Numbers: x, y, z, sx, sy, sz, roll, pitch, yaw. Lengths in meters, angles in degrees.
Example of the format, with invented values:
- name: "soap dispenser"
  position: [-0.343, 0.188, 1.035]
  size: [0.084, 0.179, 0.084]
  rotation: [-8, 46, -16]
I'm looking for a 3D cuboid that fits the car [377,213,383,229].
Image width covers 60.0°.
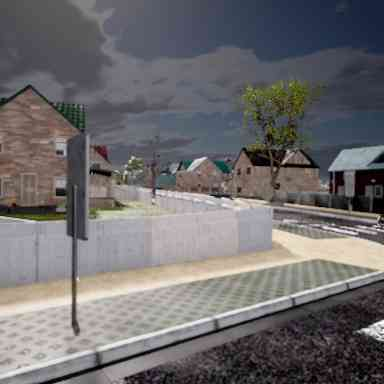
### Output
- name: "car"
  position: [11.858, 1.379, 16.225]
  size: [4.902, 1.511, 2.128]
  rotation: [3, 3, 26]

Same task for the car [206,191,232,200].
- name: "car"
  position: [3.155, 0.557, 40.124]
  size: [1.994, 1.385, 4.181]
  rotation: [1, 2, -19]

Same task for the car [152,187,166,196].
- name: "car"
  position: [-5.735, -0.158, 57.248]
  size: [1.882, 1.535, 5.008]
  rotation: [1, 2, -19]
